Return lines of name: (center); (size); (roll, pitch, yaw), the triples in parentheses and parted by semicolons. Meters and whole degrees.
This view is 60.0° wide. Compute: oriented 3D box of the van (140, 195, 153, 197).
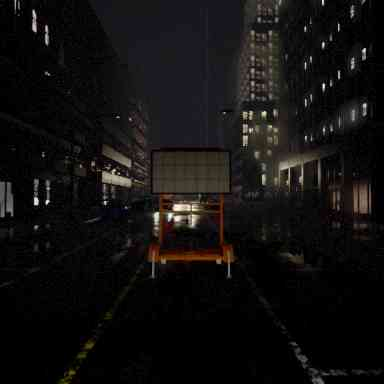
van: (-5.777, 1.322, 42.307); (1.690, 1.788, 3.998); (1, 0, 0)

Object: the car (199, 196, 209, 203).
car: (2.528, 1.491, 70.702); (2.008, 1.369, 4.403); (1, 0, 0)

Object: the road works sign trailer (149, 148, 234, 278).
road works sign trailer: (-0.025, 0.465, 10.128); (2.380, 3.560, 2.880); (0, 0, 0)

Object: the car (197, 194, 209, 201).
car: (2.547, 1.264, 65.005); (2.192, 1.841, 5.009); (1, 0, 0)

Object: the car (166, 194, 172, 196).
car: (-5.876, 1.234, 82.199); (2.192, 1.841, 5.009); (1, 0, 0)

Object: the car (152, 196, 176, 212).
car: (-3.195, 1.510, 38.100); (1.812, 1.442, 4.674); (0, 0, 0)

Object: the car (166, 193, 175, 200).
car: (-5.904, 1.212, 93.594); (2.192, 1.841, 5.009); (1, 0, 0)

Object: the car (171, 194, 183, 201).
car: (-3.199, 1.488, 79.364); (1.994, 1.385, 4.181); (0, 0, 0)

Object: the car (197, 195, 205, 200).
car: (2.462, 1.474, 87.796); (1.947, 1.339, 4.313); (1, 0, 0)

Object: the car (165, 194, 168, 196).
car: (-5.824, 1.540, 59.402); (1.802, 1.307, 4.206); (1, 0, 0)

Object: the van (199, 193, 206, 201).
van: (2.514, 1.261, 82.098); (1.690, 1.788, 3.998); (1, 0, 0)

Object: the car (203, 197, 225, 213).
car: (2.614, 1.537, 36.514); (2.008, 1.369, 4.403); (1, 0, 0)

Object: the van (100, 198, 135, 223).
van: (-5.735, 1.335, 25.209); (1.690, 1.788, 3.998); (1, 0, 0)

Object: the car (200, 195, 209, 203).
car: (2.586, 1.519, 47.910); (1.887, 1.381, 4.507); (1, 0, 0)

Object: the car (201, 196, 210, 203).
car: (2.599, 1.532, 42.212); (2.008, 1.369, 4.403); (1, 0, 0)

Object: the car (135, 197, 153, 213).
car: (-5.767, 1.552, 36.610); (1.947, 1.339, 4.313); (1, 0, 0)
